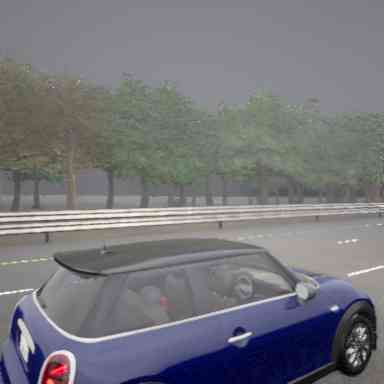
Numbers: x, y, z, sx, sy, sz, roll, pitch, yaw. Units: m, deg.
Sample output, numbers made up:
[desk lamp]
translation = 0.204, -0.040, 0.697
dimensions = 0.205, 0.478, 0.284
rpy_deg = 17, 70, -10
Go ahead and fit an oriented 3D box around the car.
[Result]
[car]
translation = 0.296, 1.355, 4.083
dimensions = 4.553, 1.767, 2.097
rpy_deg = 0, 0, -36
